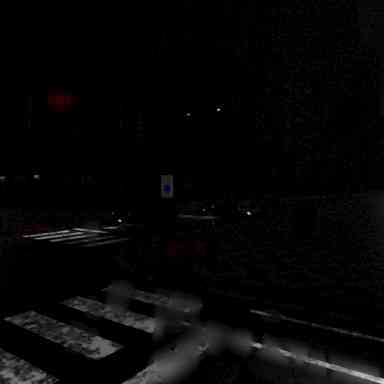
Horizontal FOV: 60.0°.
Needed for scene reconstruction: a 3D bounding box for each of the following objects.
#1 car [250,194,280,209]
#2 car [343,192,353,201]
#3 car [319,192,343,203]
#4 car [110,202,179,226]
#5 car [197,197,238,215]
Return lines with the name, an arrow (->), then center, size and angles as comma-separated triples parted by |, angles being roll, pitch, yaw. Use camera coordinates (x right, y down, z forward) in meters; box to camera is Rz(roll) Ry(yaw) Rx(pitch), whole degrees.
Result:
car -> 8.133, 0.975, 36.862 | 1.882, 1.535, 5.008 | 0, 1, 36
car -> 25.489, 0.653, 55.639 | 1.882, 1.535, 5.008 | 0, 1, 36
car -> 19.602, 0.814, 47.413 | 1.837, 1.490, 4.892 | 0, 1, 36
car -> -2.952, 1.353, 21.406 | 1.895, 1.301, 4.718 | 0, 1, 36
car -> 2.327, 1.156, 28.762 | 1.812, 1.442, 4.674 | 0, 1, 36
